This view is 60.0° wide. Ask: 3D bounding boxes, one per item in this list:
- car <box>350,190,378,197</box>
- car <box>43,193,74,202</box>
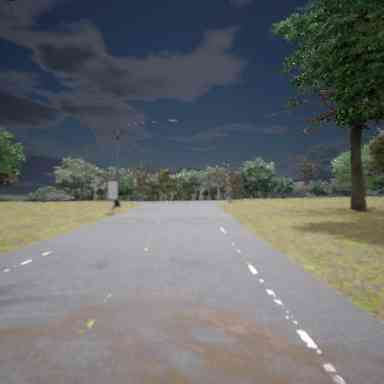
[{"bbox_3d":[32.377,0.372,62.657,4.902,1.511,2.128,-1,-2,-1],"label":"car"},{"bbox_3d":[-22.139,0.915,55.157,4.902,1.511,2.128,-1,-2,1],"label":"car"}]
